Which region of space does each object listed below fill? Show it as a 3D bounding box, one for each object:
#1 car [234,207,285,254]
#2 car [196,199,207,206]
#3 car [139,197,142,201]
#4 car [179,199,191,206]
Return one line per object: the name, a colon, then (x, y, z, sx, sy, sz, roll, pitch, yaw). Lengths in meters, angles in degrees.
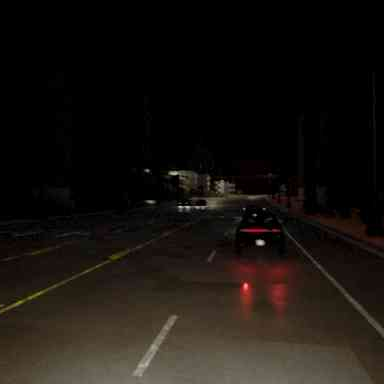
car: (2.834, 1.615, 14.145, 2.128, 1.511, 4.902, -1, -1, 10)
car: (2.039, 2.235, 70.608, 2.033, 1.411, 5.357, -1, 0, 10)
car: (-14.385, 1.788, 86.901, 1.970, 1.475, 3.806, -1, 1, 10)
car: (-1.409, 2.226, 71.210, 1.837, 1.490, 4.892, -1, 0, 10)
